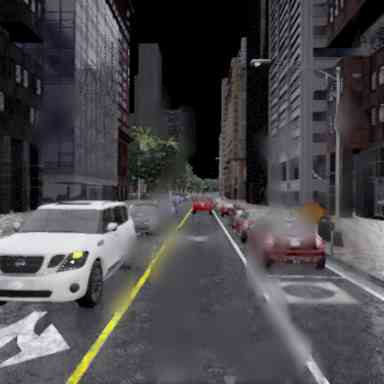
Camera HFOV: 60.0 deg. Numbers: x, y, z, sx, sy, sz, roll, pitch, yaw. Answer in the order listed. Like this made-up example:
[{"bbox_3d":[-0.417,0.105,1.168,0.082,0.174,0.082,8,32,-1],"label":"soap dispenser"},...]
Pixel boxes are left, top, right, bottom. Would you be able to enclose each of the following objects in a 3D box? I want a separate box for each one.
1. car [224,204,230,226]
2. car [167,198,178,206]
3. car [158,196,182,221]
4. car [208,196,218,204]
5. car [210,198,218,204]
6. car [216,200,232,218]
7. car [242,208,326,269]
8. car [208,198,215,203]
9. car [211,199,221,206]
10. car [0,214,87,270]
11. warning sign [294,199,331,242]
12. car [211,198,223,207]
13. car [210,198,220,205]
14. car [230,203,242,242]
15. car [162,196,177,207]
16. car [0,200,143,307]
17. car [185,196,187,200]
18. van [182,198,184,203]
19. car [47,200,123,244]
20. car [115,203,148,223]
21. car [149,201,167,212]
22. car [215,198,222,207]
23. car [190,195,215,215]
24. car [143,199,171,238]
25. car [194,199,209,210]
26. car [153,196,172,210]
[{"bbox_3d":[3.389,1.750,22.463,1.802,1.307,4.206,0,0,2],"label":"car"},{"bbox_3d":[-3.841,1.958,66.110,1.887,1.381,4.507,0,0,2],"label":"car"},{"bbox_3d":[-2.274,1.520,28.629,2.097,1.767,4.553,0,0,2],"label":"car"},{"bbox_3d":[5.165,1.906,82.113,2.192,1.841,5.009,0,0,2],"label":"car"},{"bbox_3d":[5.008,2.078,76.859,1.752,1.417,4.829,0,0,2],"label":"car"},{"bbox_3d":[3.711,1.784,33.309,1.887,1.381,4.507,0,0,2],"label":"car"},{"bbox_3d":[3.066,1.537,11.620,1.967,1.590,4.097,0,0,2],"label":"car"},{"bbox_3d":[5.488,2.235,92.957,1.947,1.339,4.313,0,0,2],"label":"car"},{"bbox_3d":[4.679,2.015,65.844,1.887,1.381,4.507,0,0,2],"label":"car"},{"bbox_3d":[-5.455,1.606,11.876,1.947,1.339,4.313,0,0,2],"label":"car"},{"bbox_3d":[5.488,1.252,15.221,1.300,1.860,1.060,1,0,2],"label":"warning sign"},{"bbox_3d":[4.519,1.871,60.422,1.967,1.590,4.097,0,0,2],"label":"car"},{"bbox_3d":[4.842,2.062,71.266,2.008,1.369,4.403,0,0,2],"label":"car"},{"bbox_3d":[3.228,1.572,17.042,1.967,1.590,4.097,0,0,2],"label":"car"},{"bbox_3d":[-4.002,1.689,60.689,2.192,1.841,5.009,0,0,2],"label":"car"},{"bbox_3d":[-2.891,1.258,8.413,2.150,2.045,5.566,0,0,2],"label":"car"},{"bbox_3d":[-3.033,2.194,93.229,1.802,1.307,4.206,0,0,2],"label":"car"},{"bbox_3d":[-3.517,1.835,76.959,1.690,1.788,3.998,0,0,2],"label":"van"},{"bbox_3d":[-5.293,1.390,17.301,2.192,1.841,5.009,0,0,2],"label":"car"},{"bbox_3d":[-4.976,1.670,27.976,1.752,1.417,4.829,0,0,2],"label":"car"},{"bbox_3d":[-4.487,1.839,44.417,1.802,1.307,4.206,0,0,2],"label":"car"},{"bbox_3d":[4.039,1.841,44.324,1.752,1.417,4.829,0,0,2],"label":"car"},{"bbox_3d":[1.195,1.475,38.090,2.150,2.045,5.566,0,0,2],"label":"car"},{"bbox_3d":[-2.589,1.453,18.433,2.097,1.767,4.553,0,0,2],"label":"car"},{"bbox_3d":[1.437,1.825,49.387,2.128,1.511,4.902,0,0,2],"label":"car"},{"bbox_3d":[-4.324,1.610,49.842,2.192,1.841,5.009,0,0,2],"label":"car"}]
